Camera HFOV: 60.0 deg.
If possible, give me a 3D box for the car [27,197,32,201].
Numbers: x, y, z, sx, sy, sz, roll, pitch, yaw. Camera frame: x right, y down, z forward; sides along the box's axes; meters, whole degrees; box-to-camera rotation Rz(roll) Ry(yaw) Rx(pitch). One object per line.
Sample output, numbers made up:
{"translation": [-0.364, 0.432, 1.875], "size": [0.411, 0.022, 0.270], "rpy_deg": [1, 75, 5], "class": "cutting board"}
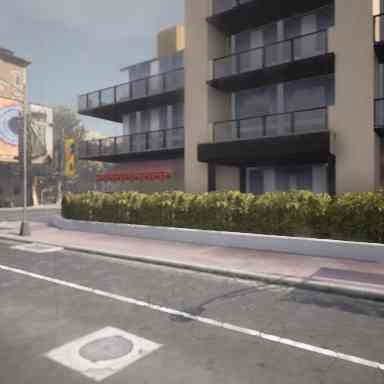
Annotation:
{"translation": [-36.423, 1.679, 71.969], "size": [4.892, 1.521, 2.231], "rpy_deg": [0, 0, 35], "class": "car"}
